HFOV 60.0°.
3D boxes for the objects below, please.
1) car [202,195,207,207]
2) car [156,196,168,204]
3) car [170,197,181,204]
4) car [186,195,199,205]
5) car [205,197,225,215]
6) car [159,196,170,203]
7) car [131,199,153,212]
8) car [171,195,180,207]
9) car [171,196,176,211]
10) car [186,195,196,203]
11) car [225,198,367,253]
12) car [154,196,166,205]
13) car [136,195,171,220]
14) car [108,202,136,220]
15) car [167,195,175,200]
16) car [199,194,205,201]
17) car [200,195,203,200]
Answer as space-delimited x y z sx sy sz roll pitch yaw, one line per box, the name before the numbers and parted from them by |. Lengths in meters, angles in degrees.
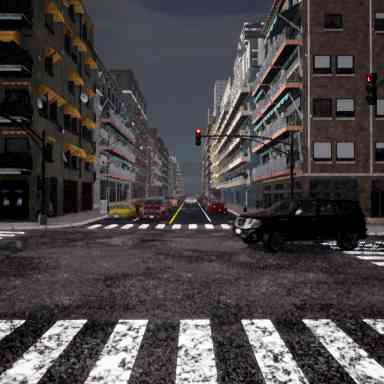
car | 2.568 1.450 39.093 1.967 1.590 4.097 1 0 0
car | -5.906 1.572 66.697 2.008 1.369 4.403 1 0 0
car | -3.214 1.633 63.961 1.895 1.301 4.718 0 0 0
car | -0.199 1.619 59.851 1.895 1.301 4.718 0 0 0
car | 2.586 1.553 33.570 1.887 1.381 4.507 1 0 0
car | -5.925 1.569 72.220 1.887 1.381 4.507 1 0 0
car | -5.814 1.555 39.079 1.887 1.381 4.507 1 0 0
car | -3.252 1.365 48.449 2.097 1.767 4.553 0 0 0
car | -3.228 1.557 38.227 2.033 1.411 5.357 0 0 0
car | -0.233 1.479 69.828 2.128 1.511 4.902 0 0 0
car | 4.462 1.257 13.719 5.566 2.045 2.150 2 -1 -17
car | -5.887 1.544 61.003 1.752 1.417 4.829 1 0 0
car | -3.168 1.359 28.116 2.097 1.767 4.553 0 0 -1
car | -5.776 1.532 27.862 1.752 1.417 4.829 1 0 0
car | -5.998 1.588 94.313 2.008 1.369 4.403 1 0 0
car | 2.726 1.380 81.883 2.097 1.767 4.553 0 0 0
car | 2.530 1.596 50.140 1.802 1.307 4.206 1 0 0
